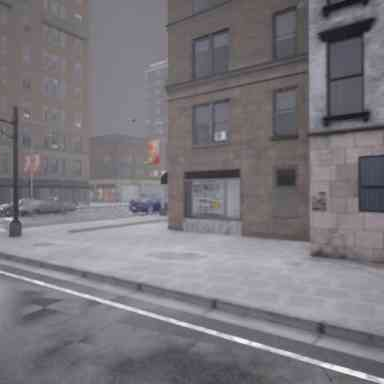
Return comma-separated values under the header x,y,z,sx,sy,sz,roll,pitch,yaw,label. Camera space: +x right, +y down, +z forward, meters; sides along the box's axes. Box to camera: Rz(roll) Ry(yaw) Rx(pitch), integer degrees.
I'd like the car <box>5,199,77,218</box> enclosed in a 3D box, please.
x,y,z,sx,sy,sz,roll,pitch,yaw,label
-12.666,1.347,28.709,2.033,1.411,5.357,0,1,36,car

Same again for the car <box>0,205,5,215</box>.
x,y,z,sx,sy,sz,roll,pitch,yaw,label
-15.463,1.341,30.376,1.812,1.442,4.674,0,1,37,car

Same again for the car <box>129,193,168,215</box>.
x,y,z,sx,sy,sz,roll,pitch,yaw,label
-3.456,1.166,30.123,1.882,1.535,5.008,0,1,36,car

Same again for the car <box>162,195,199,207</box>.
x,y,z,sx,sy,sz,roll,pitch,yaw,label
-1.459,1.093,44.334,2.033,1.411,5.357,0,1,36,car
